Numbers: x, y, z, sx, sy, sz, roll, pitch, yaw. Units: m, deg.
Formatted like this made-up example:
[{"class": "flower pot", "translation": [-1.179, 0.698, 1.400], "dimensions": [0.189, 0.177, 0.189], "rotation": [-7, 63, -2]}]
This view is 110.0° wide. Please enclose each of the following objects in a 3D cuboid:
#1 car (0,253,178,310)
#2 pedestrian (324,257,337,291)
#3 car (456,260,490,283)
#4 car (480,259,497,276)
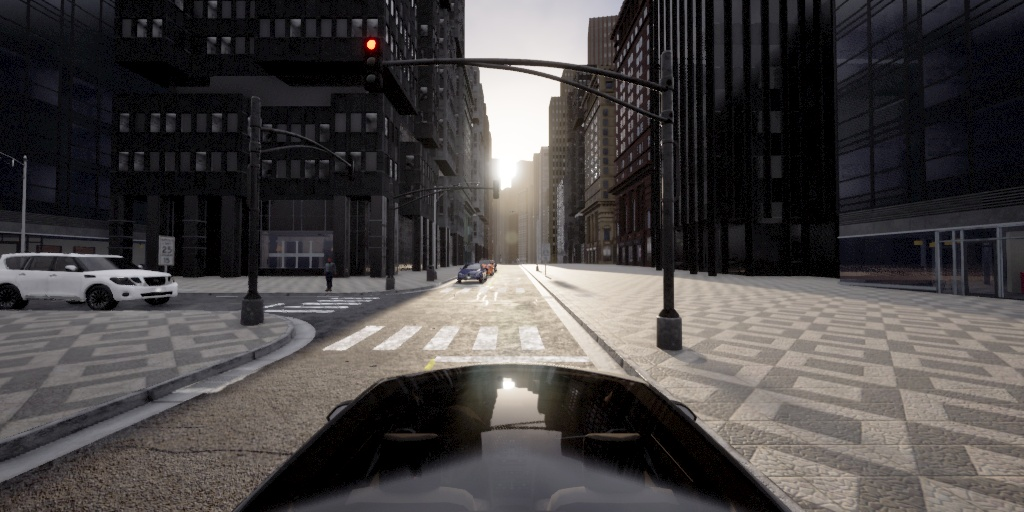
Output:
[{"class": "car", "translation": [-15.881, 0.907, 13.399], "dimensions": [5.566, 2.045, 2.150], "rotation": [0, -1, 2]}, {"class": "pedestrian", "translation": [-9.972, 0.974, 19.591], "dimensions": [0.375, 1.860, 0.375], "rotation": [0, -1, 0]}, {"class": "car", "translation": [-3.050, 1.289, 28.235], "dimensions": [1.812, 1.442, 4.674], "rotation": [0, 0, 2]}, {"class": "car", "translation": [-3.028, 1.138, 38.240], "dimensions": [2.097, 1.767, 4.553], "rotation": [0, 0, 0]}]
